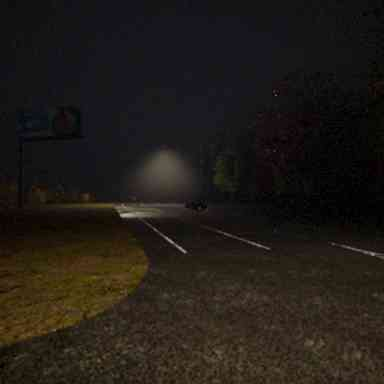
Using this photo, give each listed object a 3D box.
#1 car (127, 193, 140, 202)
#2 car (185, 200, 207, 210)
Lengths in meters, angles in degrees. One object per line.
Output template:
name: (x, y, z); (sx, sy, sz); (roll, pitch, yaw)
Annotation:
car: (-13.545, 1.387, 78.695); (2.150, 2.045, 5.566); (0, 0, -7)
car: (0.455, 1.749, 44.695); (1.895, 1.301, 4.718); (0, 0, -15)
